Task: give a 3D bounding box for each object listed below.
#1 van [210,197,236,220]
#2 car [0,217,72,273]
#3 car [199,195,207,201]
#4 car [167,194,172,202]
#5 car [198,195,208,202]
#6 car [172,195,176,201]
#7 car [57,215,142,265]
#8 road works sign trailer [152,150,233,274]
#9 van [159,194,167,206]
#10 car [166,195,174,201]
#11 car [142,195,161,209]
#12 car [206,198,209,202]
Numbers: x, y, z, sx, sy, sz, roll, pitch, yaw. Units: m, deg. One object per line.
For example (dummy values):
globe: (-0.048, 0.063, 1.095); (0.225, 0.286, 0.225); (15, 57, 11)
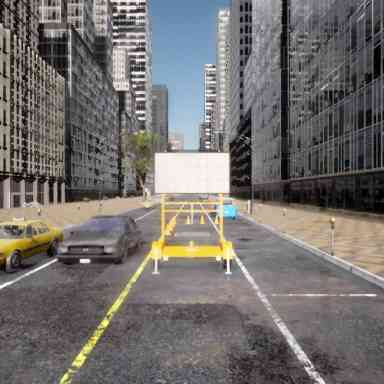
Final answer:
van: (2.706, 1.344, 27.822); (1.690, 1.788, 3.998); (0, 0, 0)
car: (-5.686, 1.526, 10.656); (1.752, 1.417, 4.829); (0, 0, 0)
car: (2.745, 1.561, 84.502); (1.887, 1.381, 4.507); (0, 0, 0)
car: (-5.647, 1.562, 67.505); (2.008, 1.369, 4.403); (0, 0, 0)
car: (2.737, 1.564, 73.166); (2.008, 1.369, 4.403); (0, 0, 0)
car: (-5.640, 1.329, 78.841); (2.192, 1.841, 5.009); (0, 0, 0)
car: (-2.993, 1.548, 11.981); (2.033, 1.411, 5.357); (0, 0, 0)
road works sign trailer: (0.006, 0.465, 10.558); (2.380, 3.560, 2.880); (0, 0, 0)
van: (-5.655, 1.350, 56.169); (1.690, 1.788, 3.998); (0, 0, 0)
car: (-5.636, 1.541, 84.339); (1.752, 1.417, 4.829); (0, 0, 0)
car: (-5.663, 1.531, 44.663); (1.752, 1.417, 4.829); (0, 0, 0)
car: (2.710, 1.529, 33.660); (1.752, 1.417, 4.829); (0, 0, 0)
